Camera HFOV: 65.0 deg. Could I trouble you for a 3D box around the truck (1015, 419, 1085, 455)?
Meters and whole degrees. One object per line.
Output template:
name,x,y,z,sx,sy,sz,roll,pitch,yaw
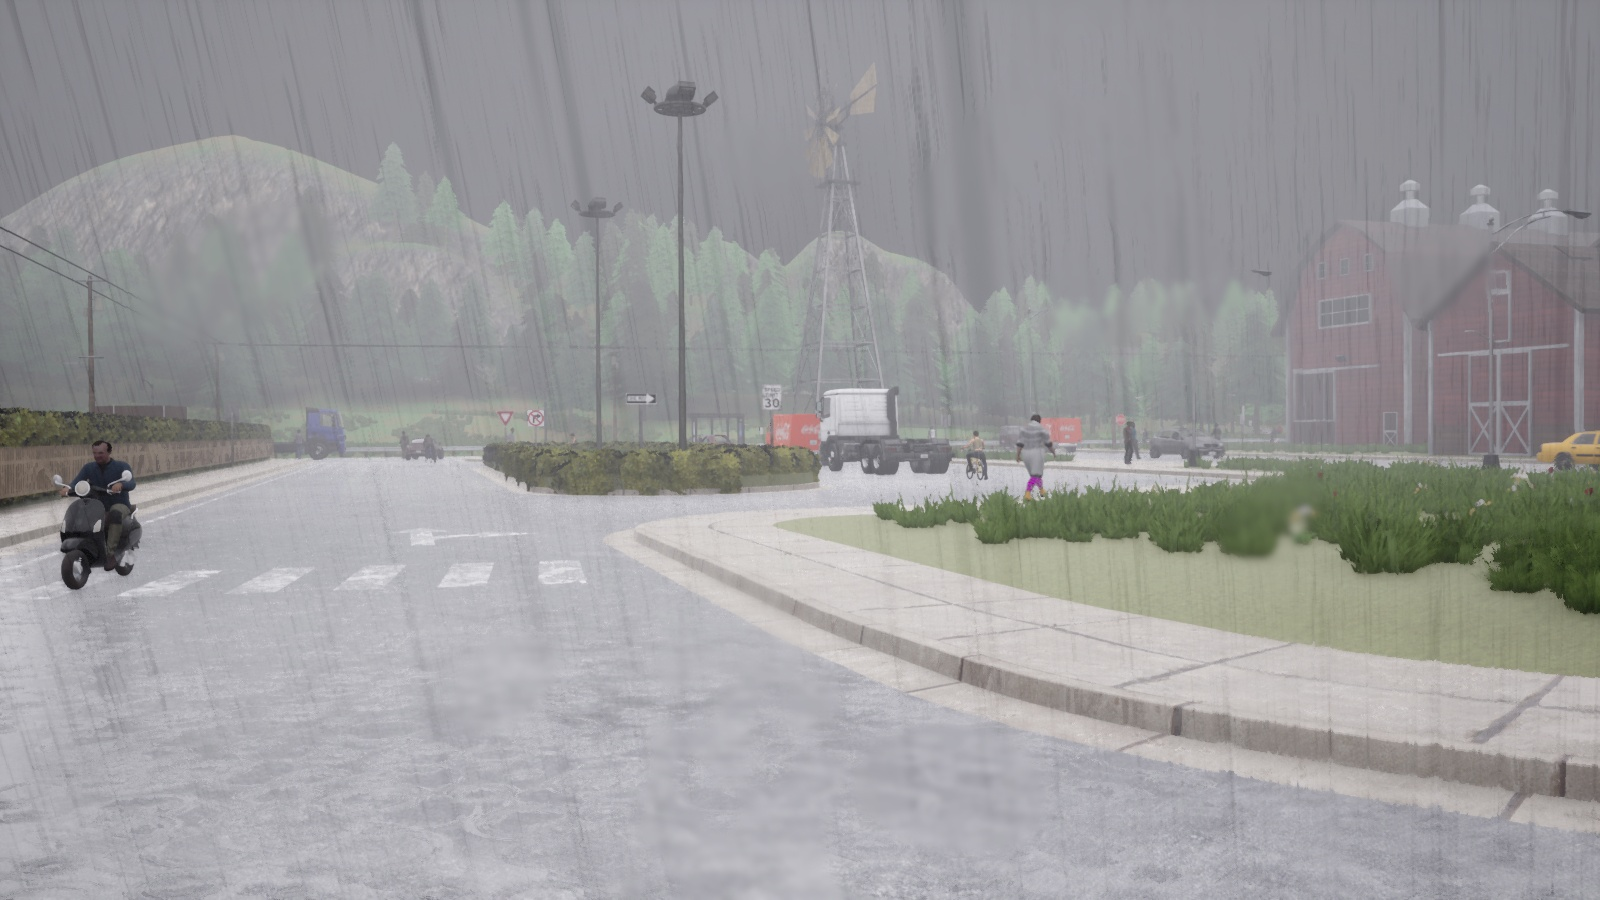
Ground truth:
truck,17.666,-0.910,88.986,2.627,2.467,5.204,0,1,-18

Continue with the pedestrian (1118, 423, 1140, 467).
pedestrian,13.643,-0.218,52.079,0.328,1.805,0.869,-1,1,-34

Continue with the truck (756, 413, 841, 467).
truck,-0.139,-0.489,60.137,2.627,2.467,5.204,0,1,-18

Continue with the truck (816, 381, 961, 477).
truck,3.290,-0.825,49.404,2.891,3.462,7.936,0,1,-18

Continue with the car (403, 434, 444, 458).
car,-23.941,-0.276,80.076,1.812,1.442,4.674,0,1,-8

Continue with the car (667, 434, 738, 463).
car,-5.283,-0.105,67.964,3.633,1.501,1.845,1,1,41

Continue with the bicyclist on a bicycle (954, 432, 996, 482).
bicyclist on a bicycle,5.720,0.216,41.083,0.866,1.612,1.509,0,1,-13

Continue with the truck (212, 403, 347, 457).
truck,-34.247,-1.329,82.964,7.936,3.462,2.891,0,1,-17

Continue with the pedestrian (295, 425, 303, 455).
pedestrian,-31.098,-0.617,77.958,0.354,1.836,0.706,0,1,-10

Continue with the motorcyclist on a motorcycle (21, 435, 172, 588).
motorcyclist on a motorcycle,-7.802,0.628,14.027,0.866,1.590,1.817,0,1,-8

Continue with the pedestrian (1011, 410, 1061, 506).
pedestrian,4.889,0.157,26.017,0.659,1.952,0.873,1,1,43

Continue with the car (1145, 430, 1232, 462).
car,20.897,-0.266,67.759,2.242,1.667,4.611,0,1,-18

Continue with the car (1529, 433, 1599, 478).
car,28.597,0.180,44.102,1.801,1.575,5.366,0,1,-18

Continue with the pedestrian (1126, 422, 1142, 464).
pedestrian,15.437,-0.312,57.987,0.396,1.930,0.692,0,1,-19
